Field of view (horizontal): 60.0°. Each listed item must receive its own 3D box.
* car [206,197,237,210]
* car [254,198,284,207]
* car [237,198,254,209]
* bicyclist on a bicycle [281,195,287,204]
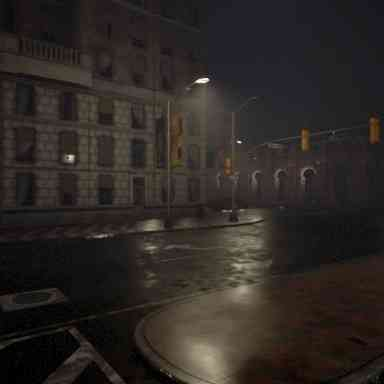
[{"bbox_3d":[2.906,1.547,43.269,2.033,1.411,5.357,0,0,-36],"label":"car"},{"bbox_3d":[11.349,1.600,49.819,1.895,1.301,4.718,0,0,-36],"label":"car"},{"bbox_3d":[5.706,1.504,45.380,1.837,1.490,4.892,0,0,-36],"label":"car"},{"bbox_3d":[15.528,1.299,56.489,1.656,1.620,0.582,0,0,-36],"label":"bicyclist on a bicycle"}]
